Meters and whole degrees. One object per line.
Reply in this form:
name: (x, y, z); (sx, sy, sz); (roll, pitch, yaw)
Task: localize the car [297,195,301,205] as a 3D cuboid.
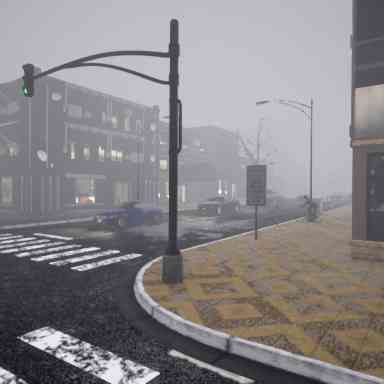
car: (14.056, 0.809, 39.717); (2.128, 1.511, 4.902); (1, 1, 35)

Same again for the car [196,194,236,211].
car: (2.450, 1.011, 33.340); (2.008, 1.369, 4.403); (2, 2, 35)

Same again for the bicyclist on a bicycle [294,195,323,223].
bicyclist on a bicycle: (6.830, 1.003, 19.562); (1.656, 1.620, 0.582); (0, 1, 35)

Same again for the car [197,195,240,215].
car: (2.350, 1.028, 28.437); (1.882, 1.535, 5.008); (1, 1, 35)

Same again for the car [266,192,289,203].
car: (12.170, 0.767, 47.203); (1.802, 1.307, 4.206); (2, 2, 35)

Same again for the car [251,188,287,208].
car: (8.369, 0.599, 37.105); (2.150, 2.045, 5.566); (1, 1, 35)

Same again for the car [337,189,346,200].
car: (23.617, 0.645, 53.521); (1.895, 1.301, 4.718); (1, 1, 35)

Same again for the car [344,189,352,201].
car: (25.481, 0.619, 51.641); (1.887, 1.381, 4.507); (2, 2, 35)

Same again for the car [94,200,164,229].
car: (-3.600, 1.248, 19.843); (1.812, 1.442, 4.674); (1, 1, 37)

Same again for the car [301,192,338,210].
car: (12.711, 0.993, 33.029); (2.008, 1.369, 4.403); (2, 2, 35)
